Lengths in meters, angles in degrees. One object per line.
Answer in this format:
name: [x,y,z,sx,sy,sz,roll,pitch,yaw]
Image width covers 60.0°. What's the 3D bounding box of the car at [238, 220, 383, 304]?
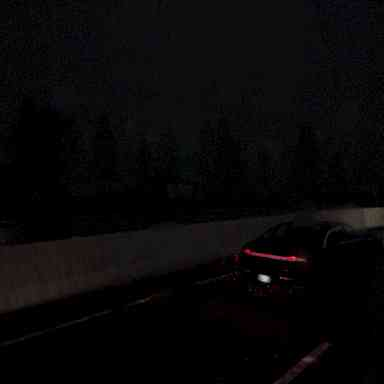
car: [3.134,1.453,8.185,4.902,1.511,2.128,0,0,-45]
